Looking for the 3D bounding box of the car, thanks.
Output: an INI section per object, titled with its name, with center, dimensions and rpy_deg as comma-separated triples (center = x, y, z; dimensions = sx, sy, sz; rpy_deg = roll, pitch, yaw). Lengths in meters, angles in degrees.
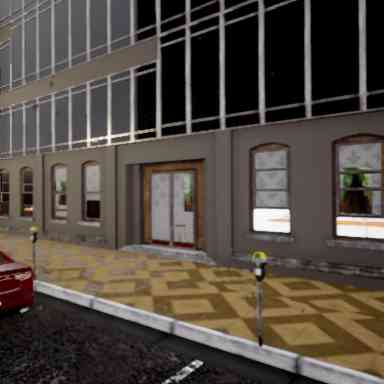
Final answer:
[car]
center = -4.796, 1.542, 6.299
dimensions = 4.507, 1.381, 1.887
rpy_deg = 0, 0, 35
